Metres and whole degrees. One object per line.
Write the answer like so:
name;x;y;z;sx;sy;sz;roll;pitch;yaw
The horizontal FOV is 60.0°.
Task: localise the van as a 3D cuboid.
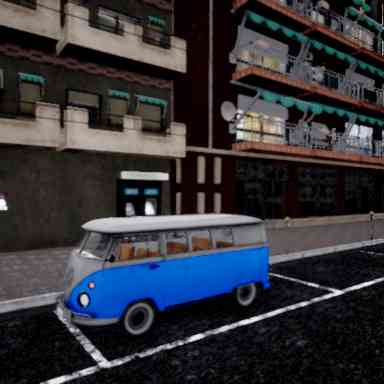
van;-0.310;1.345;6.330;3.998;1.788;1.690;0;0;-35
